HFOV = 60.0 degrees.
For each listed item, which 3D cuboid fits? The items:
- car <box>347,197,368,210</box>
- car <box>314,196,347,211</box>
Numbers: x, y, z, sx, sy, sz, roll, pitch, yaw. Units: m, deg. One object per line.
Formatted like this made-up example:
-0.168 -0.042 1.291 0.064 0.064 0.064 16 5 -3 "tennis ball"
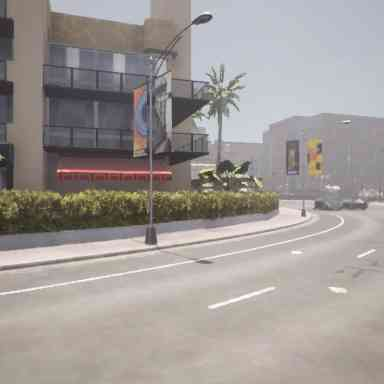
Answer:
20.054 1.601 41.704 1.895 1.301 4.718 0 0 -1 "car"
16.500 1.351 40.385 2.097 1.767 4.553 0 0 1 "car"
